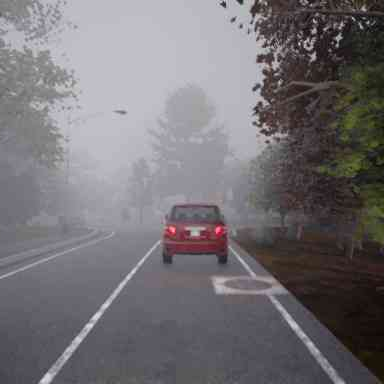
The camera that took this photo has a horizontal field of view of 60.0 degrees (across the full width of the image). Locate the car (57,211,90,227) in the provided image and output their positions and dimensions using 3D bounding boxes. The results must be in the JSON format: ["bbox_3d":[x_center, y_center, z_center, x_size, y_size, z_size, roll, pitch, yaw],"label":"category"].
[{"bbox_3d":[-15.582,3.437,42.626,2.150,2.045,5.566,3,-5,-39],"label":"car"}]

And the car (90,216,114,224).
[{"bbox_3d":[-16.966,5.238,62.331,1.882,1.535,5.008,-3,-4,33],"label":"car"}]

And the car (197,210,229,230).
[{"bbox_3d":[2.124,2.689,31.750,2.097,1.767,4.553,-2,-5,16],"label":"car"}]

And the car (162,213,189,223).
[{"bbox_3d":[-3.409,5.521,69.909,5.566,2.045,2.150,1,-5,-1],"label":"car"}]

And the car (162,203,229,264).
[{"bbox_3d":[0.116,1.434,12.713,2.150,2.045,5.566,0,-2,0],"label":"car"}]
